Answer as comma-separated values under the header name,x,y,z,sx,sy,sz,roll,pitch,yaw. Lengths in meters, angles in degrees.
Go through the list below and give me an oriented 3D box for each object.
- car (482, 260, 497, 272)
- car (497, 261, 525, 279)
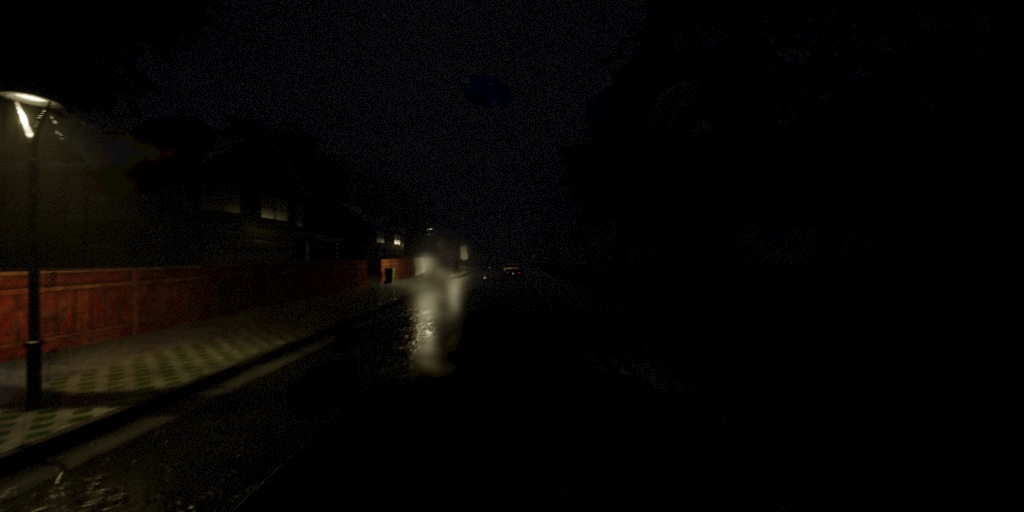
name,x,y,z,sx,sy,sz,roll,pitch,yaw
car,-2.755,1.247,46.004,1.994,1.385,4.181,0,0,0
car,0.096,1.197,31.171,2.128,1.511,4.902,0,0,0
